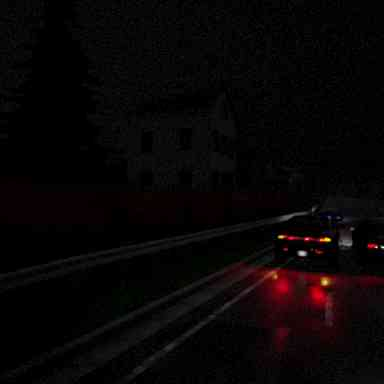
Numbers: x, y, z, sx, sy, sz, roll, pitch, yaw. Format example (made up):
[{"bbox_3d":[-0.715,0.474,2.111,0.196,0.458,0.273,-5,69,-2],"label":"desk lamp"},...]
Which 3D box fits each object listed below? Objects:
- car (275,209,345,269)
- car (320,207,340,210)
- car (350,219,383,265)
[{"bbox_3d":[4.243,1.584,11.790,2.128,1.511,4.902,0,0,26],"label":"car"},{"bbox_3d":[10.604,1.823,25.581,1.895,1.301,4.718,0,0,24],"label":"car"},{"bbox_3d":[6.792,1.672,11.799,2.033,1.411,5.357,0,0,23],"label":"car"}]
